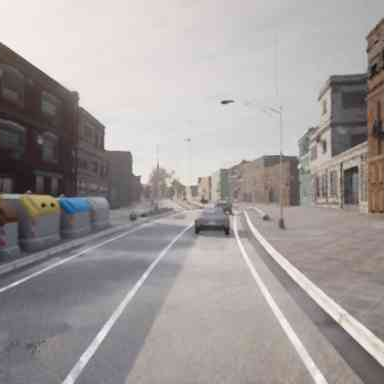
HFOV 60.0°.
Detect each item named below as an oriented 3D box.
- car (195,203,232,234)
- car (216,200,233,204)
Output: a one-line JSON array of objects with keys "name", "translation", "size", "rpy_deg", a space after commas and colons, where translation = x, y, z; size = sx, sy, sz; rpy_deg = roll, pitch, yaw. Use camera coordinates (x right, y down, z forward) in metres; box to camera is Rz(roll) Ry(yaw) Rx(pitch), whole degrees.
[{"name": "car", "translation": [1.269, 1.614, 19.807], "size": [1.994, 1.385, 4.181], "rpy_deg": [0, 0, 6]}, {"name": "car", "translation": [3.470, 1.626, 37.151], "size": [2.128, 1.511, 4.902], "rpy_deg": [0, -1, 8]}]
